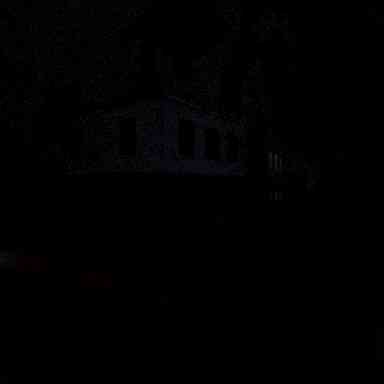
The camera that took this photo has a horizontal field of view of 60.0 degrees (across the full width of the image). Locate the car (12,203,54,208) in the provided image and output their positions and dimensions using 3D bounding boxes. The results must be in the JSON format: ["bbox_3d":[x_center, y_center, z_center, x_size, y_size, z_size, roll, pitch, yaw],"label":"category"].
[{"bbox_3d":[-14.543,1.629,29.080,2.033,1.411,5.357,0,0,29],"label":"car"}]
